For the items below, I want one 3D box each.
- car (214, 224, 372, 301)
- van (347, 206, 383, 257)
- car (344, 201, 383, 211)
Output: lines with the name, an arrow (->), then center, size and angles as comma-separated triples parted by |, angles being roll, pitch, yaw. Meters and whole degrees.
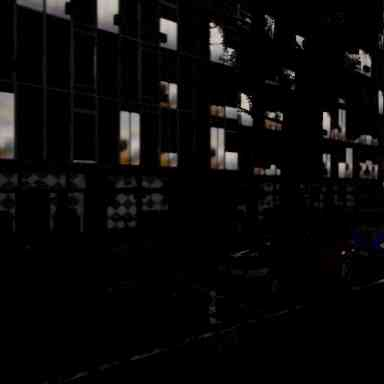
car -> 2.474, 1.625, 8.334 | 4.206, 1.307, 1.802 | 0, -1, -35
van -> 7.102, 1.419, 11.636 | 3.998, 1.788, 1.690 | 0, -1, -35
car -> 26.282, 2.148, 50.821 | 2.033, 1.411, 5.357 | 0, -1, -37
